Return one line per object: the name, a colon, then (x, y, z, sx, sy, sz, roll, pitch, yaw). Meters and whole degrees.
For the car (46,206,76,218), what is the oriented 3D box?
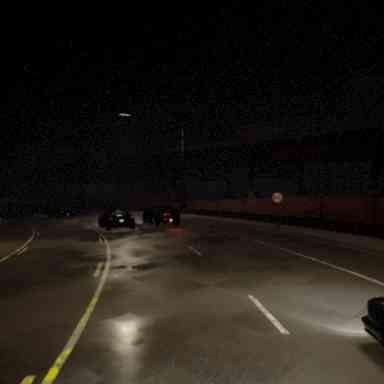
car: (-15.357, 2.252, 38.729, 1.895, 1.301, 4.718, -1, 0, -42)

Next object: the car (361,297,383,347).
car: (3.468, 1.533, 2.351, 2.033, 1.411, 5.357, -1, -1, -3)

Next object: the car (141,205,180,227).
car: (-2.509, 1.792, 25.787, 1.837, 1.490, 4.892, 0, -1, -25)

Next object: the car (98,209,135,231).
car: (-5.441, 1.891, 23.753, 1.994, 1.385, 4.181, -1, -1, -24)
